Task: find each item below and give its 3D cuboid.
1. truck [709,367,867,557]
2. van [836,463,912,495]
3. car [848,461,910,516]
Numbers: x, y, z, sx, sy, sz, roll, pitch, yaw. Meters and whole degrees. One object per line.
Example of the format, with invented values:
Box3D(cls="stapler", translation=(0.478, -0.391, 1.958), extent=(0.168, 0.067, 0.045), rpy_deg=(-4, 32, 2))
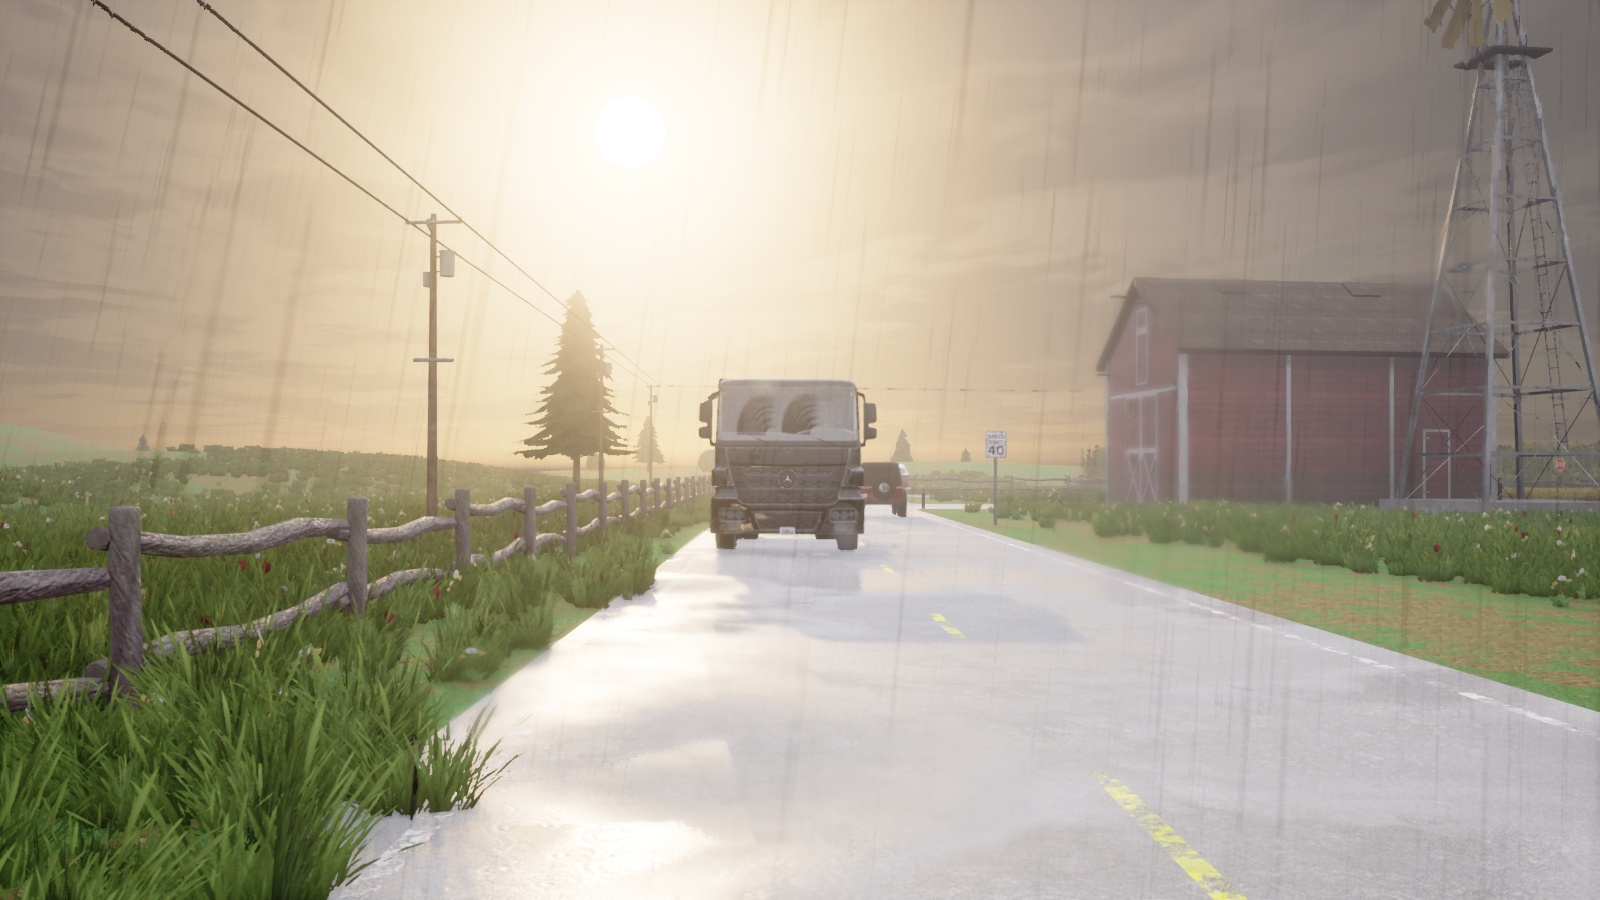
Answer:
Box3D(cls="truck", translation=(-0.265, 0.286, 27.007), extent=(2.891, 3.462, 7.936), rpy_deg=(0, -1, -1))
Box3D(cls="van", translation=(4.795, 1.878, 81.194), extent=(4.480, 2.038, 2.069), rpy_deg=(0, -2, -14))
Box3D(cls="car", translation=(2.744, 1.346, 44.556), extent=(1.905, 1.878, 3.866), rpy_deg=(0, -1, -1))
